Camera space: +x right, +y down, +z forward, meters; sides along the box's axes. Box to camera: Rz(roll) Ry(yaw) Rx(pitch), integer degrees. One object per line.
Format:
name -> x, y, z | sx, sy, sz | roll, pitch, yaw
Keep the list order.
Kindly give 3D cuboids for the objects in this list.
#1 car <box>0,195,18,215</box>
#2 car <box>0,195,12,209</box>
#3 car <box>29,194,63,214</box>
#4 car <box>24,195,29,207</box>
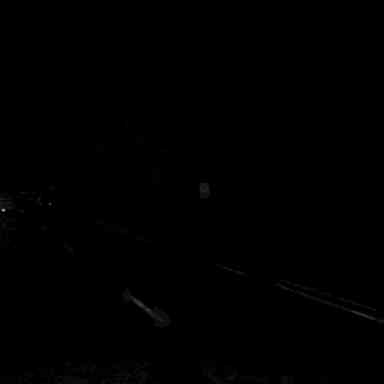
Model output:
car -> -16.003, 1.165, 28.233 | 1.812, 1.442, 4.674 | 1, 0, -31
car -> -21.536, 1.062, 37.476 | 2.033, 1.411, 5.357 | 1, 0, -31
car -> -13.347, 1.055, 30.621 | 2.097, 1.767, 4.553 | 1, 0, -31
car -> -19.321, 1.061, 40.620 | 2.128, 1.511, 4.902 | 1, 0, -30
